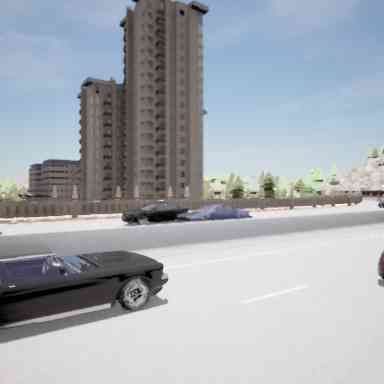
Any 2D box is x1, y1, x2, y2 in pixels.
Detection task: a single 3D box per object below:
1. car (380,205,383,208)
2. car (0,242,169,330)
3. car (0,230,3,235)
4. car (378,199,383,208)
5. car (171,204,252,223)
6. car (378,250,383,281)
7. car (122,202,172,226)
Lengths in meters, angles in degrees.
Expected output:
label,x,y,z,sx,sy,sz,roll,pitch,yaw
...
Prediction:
label,x,y,z,sx,sy,sz,roll,pitch,yaw
car,11.670,1.505,16.371,4.902,1.511,2.128,0,0,-36
car,-2.805,1.601,6.044,4.718,1.301,1.895,0,0,-35
car,-8.509,1.564,10.820,4.181,1.385,1.994,0,0,-35
car,29.389,1.690,49.890,1.994,1.385,4.181,0,0,41
car,1.602,1.555,22.331,5.357,1.411,2.033,0,0,-35
car,6.564,1.568,8.429,4.181,1.385,1.994,0,0,-36
car,-2.500,1.483,23.704,5.008,1.535,1.882,0,0,-36
